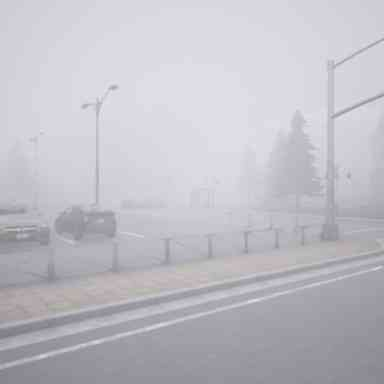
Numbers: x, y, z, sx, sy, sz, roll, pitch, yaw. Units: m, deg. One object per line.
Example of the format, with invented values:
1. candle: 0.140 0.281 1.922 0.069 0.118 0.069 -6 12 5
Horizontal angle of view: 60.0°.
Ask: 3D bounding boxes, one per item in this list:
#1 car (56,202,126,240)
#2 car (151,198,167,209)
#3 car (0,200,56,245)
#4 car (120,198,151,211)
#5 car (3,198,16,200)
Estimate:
1. car: -5.187 1.361 16.143 2.007 1.523 4.514 0 0 -36
2. car: -5.346 1.585 46.251 2.128 1.511 4.902 0 0 -36
3. car: -7.703 1.339 14.268 2.152 1.636 5.027 0 0 -36
4. car: -7.722 1.556 43.484 1.882 1.535 5.008 0 -1 -36
5. car: -20.405 1.395 37.266 1.845 1.501 3.633 0 0 -36
